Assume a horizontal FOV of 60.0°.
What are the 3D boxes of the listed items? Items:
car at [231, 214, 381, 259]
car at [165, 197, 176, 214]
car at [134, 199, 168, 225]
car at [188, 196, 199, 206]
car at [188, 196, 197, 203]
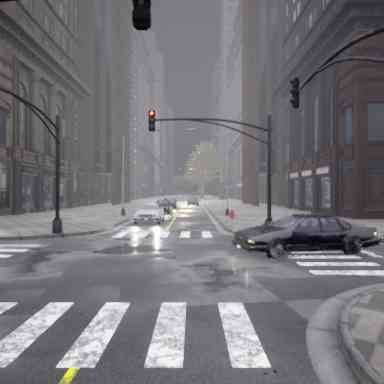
[{"bbox_3d":[4.248,1.558,12.428,5.357,1.411,2.033,0,0,-13],"label":"car"},{"bbox_3d":[-3.067,1.544,34.914,2.033,1.411,5.357,0,0,0],"label":"car"},{"bbox_3d":[-3.075,1.520,24.504,1.812,1.442,4.674,0,0,0],"label":"car"},{"bbox_3d":[0.147,1.562,55.572,2.033,1.411,5.357,0,0,-1],"label":"car"},{"bbox_3d":[0.169,1.557,69.769,1.812,1.442,4.674,0,0,0],"label":"car"}]
